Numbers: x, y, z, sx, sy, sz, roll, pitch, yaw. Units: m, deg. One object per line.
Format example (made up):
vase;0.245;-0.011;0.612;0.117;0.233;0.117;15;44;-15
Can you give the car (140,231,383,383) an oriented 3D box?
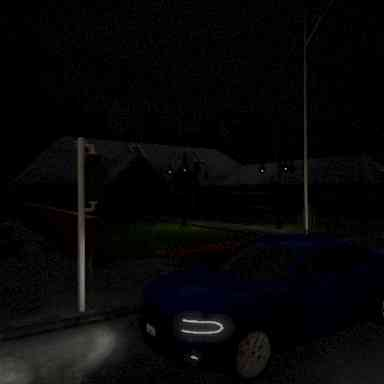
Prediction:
car;1.595;1.477;5.546;5.008;1.535;1.882;0;0;-32
